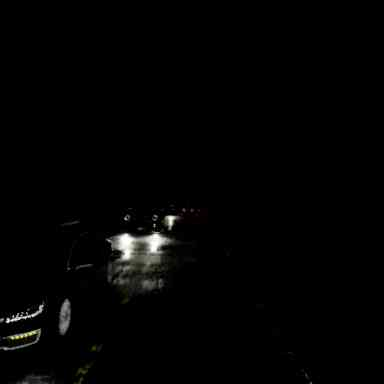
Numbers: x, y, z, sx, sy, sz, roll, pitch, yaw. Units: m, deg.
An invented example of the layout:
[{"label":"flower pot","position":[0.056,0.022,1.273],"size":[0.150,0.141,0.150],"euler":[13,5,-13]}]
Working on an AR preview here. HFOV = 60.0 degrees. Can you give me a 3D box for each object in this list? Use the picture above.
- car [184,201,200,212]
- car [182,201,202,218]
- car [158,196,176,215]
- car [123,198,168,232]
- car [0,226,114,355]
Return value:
[{"label":"car","position":[-0.013,1.864,43.842],"size":[1.895,1.301,4.718],"euler":[0,0,0]},{"label":"car","position":[0.009,1.743,32.823],"size":[2.033,1.411,5.357],"euler":[0,0,0]},{"label":"car","position":[-2.950,1.446,36.964],"size":[2.150,2.045,5.566],"euler":[0,-1,0]},{"label":"car","position":[-2.894,1.476,20.807],"size":[2.097,1.767,4.553],"euler":[0,0,0]},{"label":"car","position":[-2.868,1.542,6.628],"size":[1.837,1.490,4.892],"euler":[0,1,0]}]
